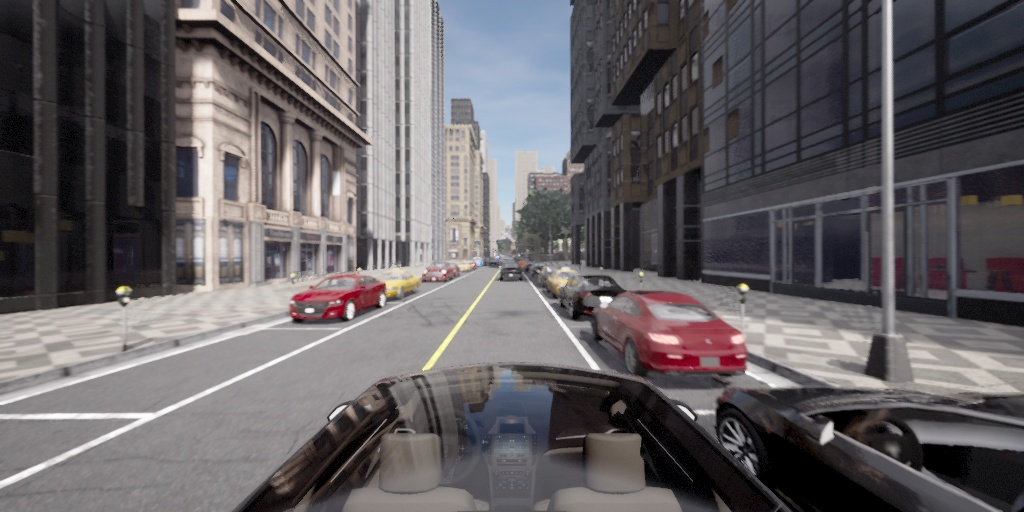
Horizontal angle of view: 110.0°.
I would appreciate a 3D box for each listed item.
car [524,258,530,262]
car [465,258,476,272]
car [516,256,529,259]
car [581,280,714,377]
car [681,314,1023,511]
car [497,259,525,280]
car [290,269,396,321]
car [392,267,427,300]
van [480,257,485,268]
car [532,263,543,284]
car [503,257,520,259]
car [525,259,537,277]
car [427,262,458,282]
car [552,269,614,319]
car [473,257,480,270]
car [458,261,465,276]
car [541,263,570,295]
[{"bbox_3d":[2.552,1.295,45.476,1.948,1.339,4.313,0,0,0],"label":"car"},{"bbox_3d":[-5.972,1.288,45.273,1.751,1.417,4.829,0,0,0],"label":"car"},{"bbox_3d":[2.118,1.076,56.225,2.097,1.767,4.553,0,0,0],"label":"car"},{"bbox_3d":[2.748,1.321,7.068,1.802,1.307,4.207,0,0,0],"label":"car"},{"bbox_3d":[2.775,1.305,1.581,1.948,1.339,4.313,0,0,0],"label":"car"},{"bbox_3d":[-0.071,1.255,30.670,1.837,1.490,4.892,0,1,0],"label":"car"},{"bbox_3d":[-5.805,1.318,12.516,1.888,1.381,4.507,0,0,0],"label":"car"},{"bbox_3d":[-5.832,1.298,17.833,1.751,1.417,4.829,0,0,0],"label":"car"},{"bbox_3d":[-6.057,1.092,61.906,1.690,1.789,3.998,0,0,0],"label":"van"},{"bbox_3d":[2.664,1.289,23.528,2.007,1.370,4.403,0,0,0],"label":"car"},{"bbox_3d":[-0.151,1.242,50.379,1.837,1.490,4.892,0,0,0],"label":"car"},{"bbox_3d":[2.608,1.286,34.503,2.007,1.370,4.403,0,0,0],"label":"car"},{"bbox_3d":[-5.889,1.211,28.979,1.967,1.591,4.097,0,0,0],"label":"car"},{"bbox_3d":[2.720,1.305,12.554,1.948,1.339,4.313,0,0,0],"label":"car"},{"bbox_3d":[-6.001,1.198,50.931,1.967,1.591,4.097,0,0,0],"label":"car"},{"bbox_3d":[-5.917,1.351,34.467,1.802,1.307,4.207,0,0,0],"label":"car"},{"bbox_3d":[2.691,1.264,18.212,1.751,1.417,4.829,0,0,0],"label":"car"}]
